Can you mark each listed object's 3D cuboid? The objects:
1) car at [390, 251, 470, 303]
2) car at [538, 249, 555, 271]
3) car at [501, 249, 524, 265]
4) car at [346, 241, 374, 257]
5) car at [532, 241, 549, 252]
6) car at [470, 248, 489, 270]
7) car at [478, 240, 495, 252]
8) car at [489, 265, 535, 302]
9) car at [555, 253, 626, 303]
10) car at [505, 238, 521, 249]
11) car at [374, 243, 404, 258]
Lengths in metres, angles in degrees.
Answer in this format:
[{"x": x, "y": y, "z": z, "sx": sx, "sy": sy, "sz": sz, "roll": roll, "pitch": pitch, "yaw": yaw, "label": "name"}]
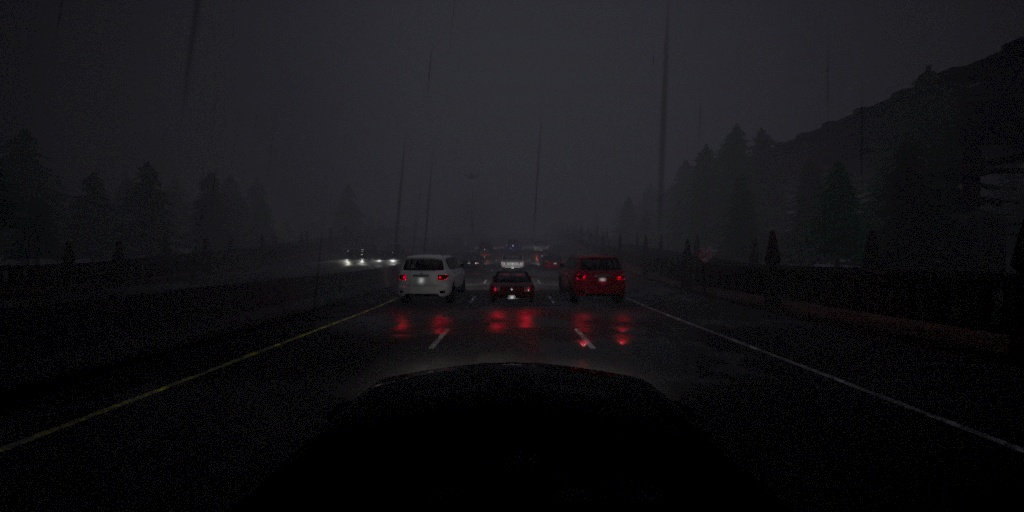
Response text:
[{"x": -3.499, "y": 0.933, "z": 16.508, "sx": 2.150, "sy": 2.045, "sz": 5.566, "roll": 0, "pitch": 1, "yaw": 0, "label": "car"}, {"x": 3.555, "y": 0.418, "z": 31.398, "sx": 1.994, "sy": 1.385, "sz": 4.181, "roll": 0, "pitch": 5, "yaw": 0, "label": "car"}, {"x": 0.056, "y": 0.458, "z": 31.451, "sx": 1.895, "sy": 1.301, "sz": 4.718, "roll": 0, "pitch": 5, "yaw": 0, "label": "car"}, {"x": -17.389, "y": -0.841, "z": 41.595, "sx": 2.097, "sy": 1.767, "sz": 4.553, "roll": 0, "pitch": 7, "yaw": 0, "label": "car"}, {"x": 3.640, "y": -1.270, "z": 46.612, "sx": 1.895, "sy": 1.301, "sz": 4.718, "roll": 0, "pitch": 7, "yaw": 0, "label": "car"}, {"x": -3.444, "y": 0.407, "z": 31.436, "sx": 2.033, "sy": 1.411, "sz": 5.357, "roll": 0, "pitch": 5, "yaw": 0, "label": "car"}, {"x": -3.360, "y": -1.366, "z": 46.610, "sx": 1.837, "sy": 1.490, "sz": 4.892, "roll": 0, "pitch": 7, "yaw": 0, "label": "car"}, {"x": 0.000, "y": 1.297, "z": 16.515, "sx": 1.895, "sy": 1.301, "sz": 4.718, "roll": 0, "pitch": 1, "yaw": 0, "label": "car"}, {"x": 3.501, "y": 0.933, "z": 16.508, "sx": 2.150, "sy": 2.045, "sz": 5.566, "roll": 0, "pitch": 1, "yaw": 0, "label": "car"}, {"x": 0.140, "y": -1.512, "z": 46.543, "sx": 2.097, "sy": 1.767, "sz": 4.553, "roll": 0, "pitch": 7, "yaw": 0, "label": "car"}, {"x": -13.889, "y": -0.682, "z": 41.563, "sx": 1.812, "sy": 1.442, "sz": 4.674, "roll": 0, "pitch": 7, "yaw": 0, "label": "car"}]
